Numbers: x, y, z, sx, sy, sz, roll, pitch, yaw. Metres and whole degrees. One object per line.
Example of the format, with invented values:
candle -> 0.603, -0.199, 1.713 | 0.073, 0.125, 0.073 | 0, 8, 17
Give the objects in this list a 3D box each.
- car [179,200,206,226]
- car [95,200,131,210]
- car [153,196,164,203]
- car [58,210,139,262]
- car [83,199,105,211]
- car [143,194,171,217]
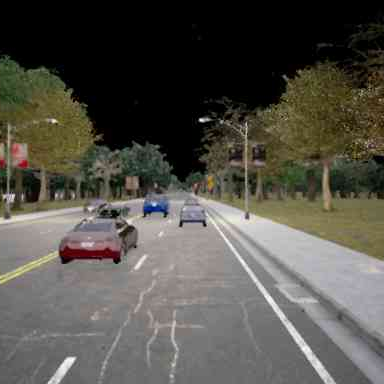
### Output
car -> 0.044, 1.540, 23.277 | 2.033, 1.411, 5.357 | 0, 0, 0
car -> -6.682, 1.597, 29.122 | 1.895, 1.301, 4.718 | 0, 0, 0
car -> -6.961, 1.527, 69.614 | 1.837, 1.490, 4.892 | 0, 0, -1
car -> -3.166, 1.555, 12.017 | 1.994, 1.385, 4.181 | 0, 0, 0
car -> -9.964, 1.492, 34.979 | 2.128, 1.511, 4.902 | 0, 0, 0
car -> -3.243, 1.219, 31.077 | 2.150, 2.045, 5.566 | 0, 0, 0
